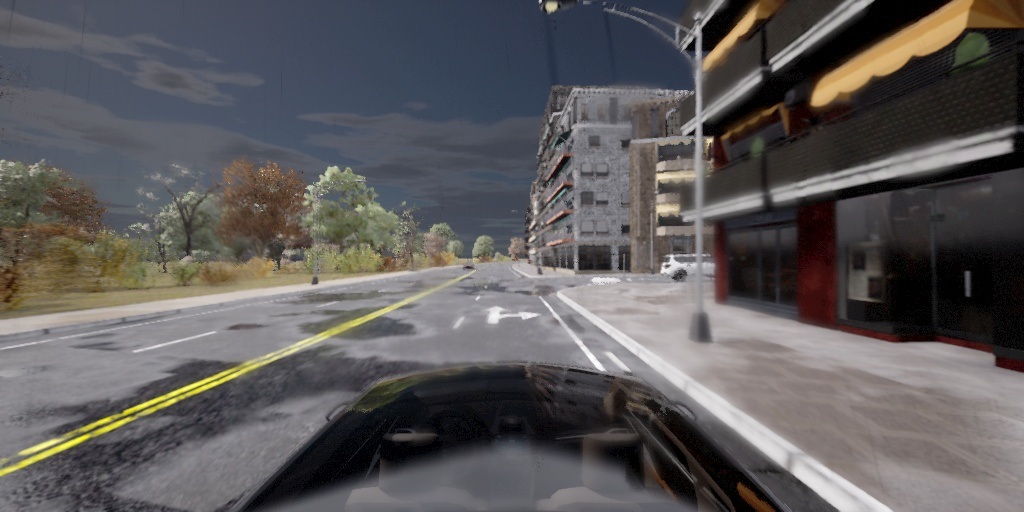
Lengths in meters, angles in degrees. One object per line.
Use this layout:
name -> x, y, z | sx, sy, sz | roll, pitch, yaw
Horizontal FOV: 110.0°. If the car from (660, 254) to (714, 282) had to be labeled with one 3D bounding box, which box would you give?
car -> 14.125, 0.873, 26.859 | 5.566, 2.045, 2.150 | -1, -1, 15
